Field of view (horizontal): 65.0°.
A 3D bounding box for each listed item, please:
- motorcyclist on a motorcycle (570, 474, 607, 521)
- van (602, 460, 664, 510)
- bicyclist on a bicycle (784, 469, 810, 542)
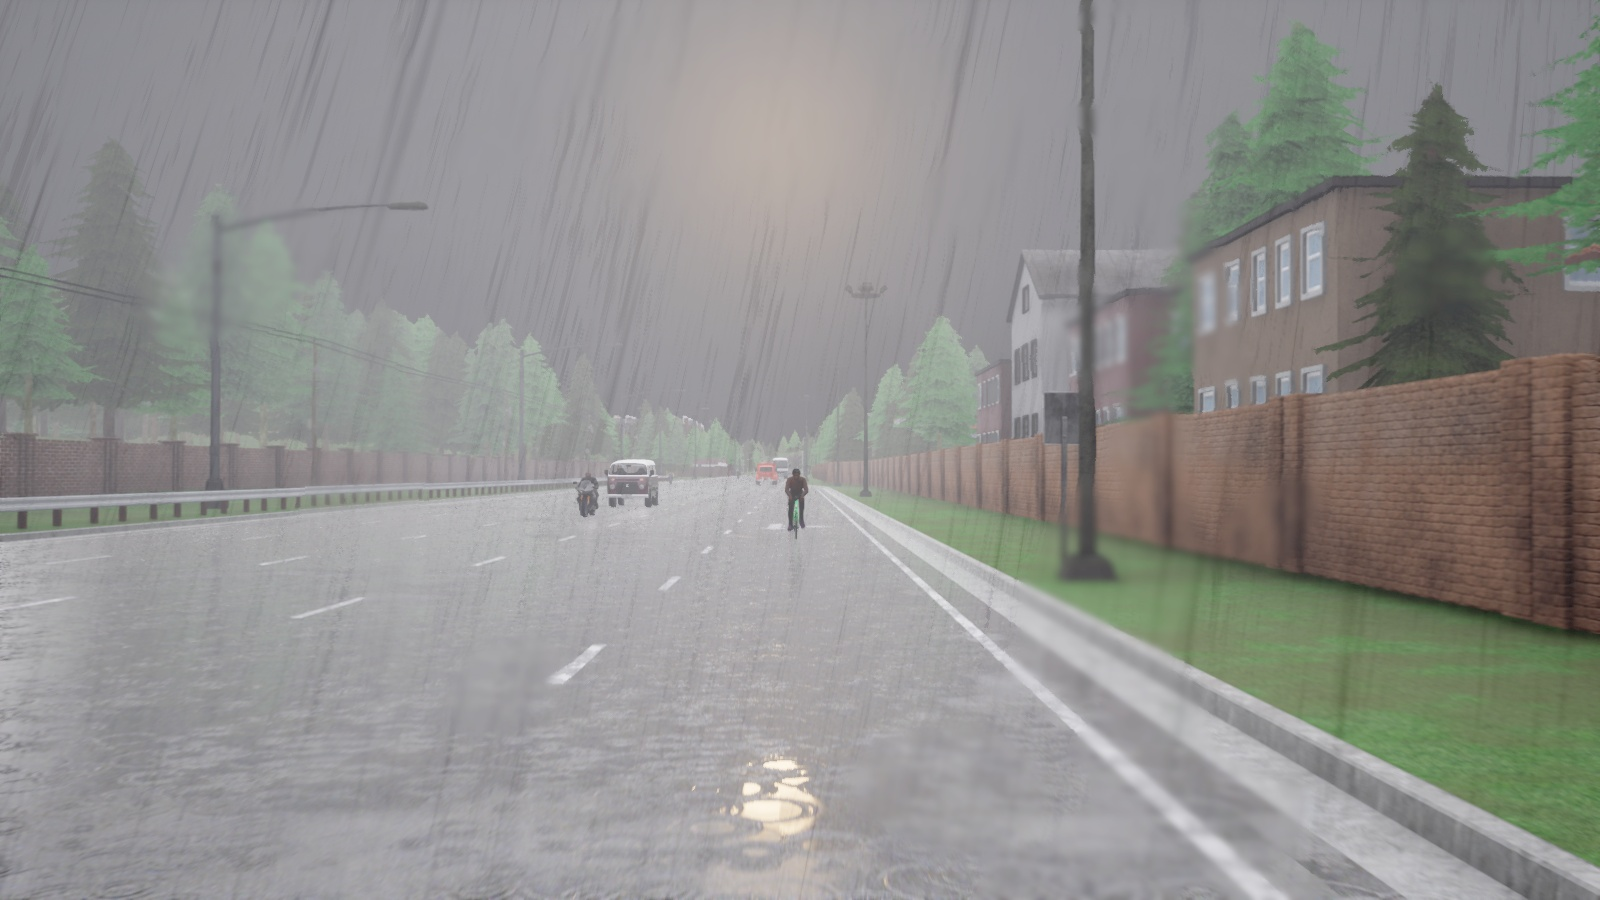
[{"bbox_3d":[-7.103,1.585,42.215,0.866,1.530,2.191,0,-1,0],"label":"motorcyclist on a motorcycle"},{"bbox_3d":[-7.133,1.471,54.017,2.069,2.038,4.480,0,-1,0],"label":"van"},{"bbox_3d":[-0.074,1.249,28.743,0.582,1.620,1.656,0,-1,0],"label":"bicyclist on a bicycle"}]
